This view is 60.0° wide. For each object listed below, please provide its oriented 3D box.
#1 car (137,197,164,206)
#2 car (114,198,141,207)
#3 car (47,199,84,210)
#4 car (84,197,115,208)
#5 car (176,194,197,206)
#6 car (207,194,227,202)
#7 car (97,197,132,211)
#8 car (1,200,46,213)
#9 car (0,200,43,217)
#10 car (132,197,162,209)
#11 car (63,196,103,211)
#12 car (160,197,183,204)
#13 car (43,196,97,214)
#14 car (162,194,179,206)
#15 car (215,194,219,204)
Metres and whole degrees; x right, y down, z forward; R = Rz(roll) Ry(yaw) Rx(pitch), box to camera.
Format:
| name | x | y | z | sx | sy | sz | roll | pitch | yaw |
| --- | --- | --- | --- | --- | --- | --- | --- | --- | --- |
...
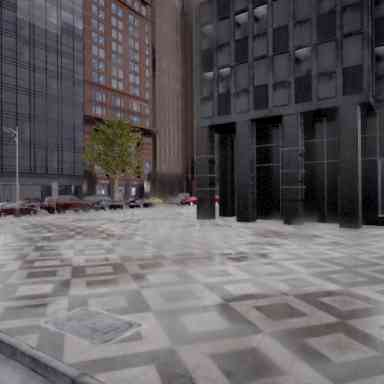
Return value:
| name | x | y | z | sx | sy | sz | roll | pitch | yaw |
| --- | --- | --- | --- | --- | --- | --- | --- | --- | --- |
| car | -7.128 | 1.545 | 57.778 | 1.752 | 1.417 | 4.829 | -1 | 0 | 35 |
| car | -10.239 | 1.613 | 53.280 | 1.802 | 1.307 | 4.206 | -1 | 0 | 35 |
| car | -16.656 | 1.642 | 44.004 | 1.802 | 1.307 | 4.206 | -1 | 0 | 35 |
| car | -13.449 | 1.484 | 48.642 | 1.967 | 1.590 | 4.097 | -1 | 0 | 35 |
| car | -0.025 | 1.462 | 53.064 | 1.887 | 1.381 | 4.507 | -1 | 0 | 35 |
| car | 5.800 | 1.296 | 76.472 | 2.192 | 1.841 | 5.009 | -1 | 0 | 35 |
| car | -9.647 | 1.525 | 39.152 | 1.947 | 1.339 | 4.313 | -1 | 0 | 35 |
| car | -19.864 | 1.642 | 39.366 | 1.947 | 1.339 | 4.313 | -1 | 0 | 35 |
| car | -16.062 | 1.576 | 29.876 | 1.802 | 1.307 | 4.206 | -1 | 0 | 35 |
| car | -6.440 | 1.509 | 43.788 | 1.947 | 1.339 | 4.313 | -1 | 0 | 35 |
| car | -14.039 | 1.377 | 42.944 | 2.097 | 1.767 | 4.553 | -1 | 0 | 35 |
| car | -3.823 | 1.574 | 62.557 | 1.947 | 1.339 | 4.313 | -1 | 0 | 35 |
| car | -12.857 | 1.290 | 34.515 | 2.192 | 1.841 | 5.009 | -1 | 0 | 35 |
| car | -2.032 | 1.496 | 54.758 | 2.033 | 1.411 | 5.357 | -1 | 0 | 35 |
| car | 3.182 | 1.222 | 57.702 | 2.192 | 1.841 | 5.009 | -1 | 0 | 35 |
